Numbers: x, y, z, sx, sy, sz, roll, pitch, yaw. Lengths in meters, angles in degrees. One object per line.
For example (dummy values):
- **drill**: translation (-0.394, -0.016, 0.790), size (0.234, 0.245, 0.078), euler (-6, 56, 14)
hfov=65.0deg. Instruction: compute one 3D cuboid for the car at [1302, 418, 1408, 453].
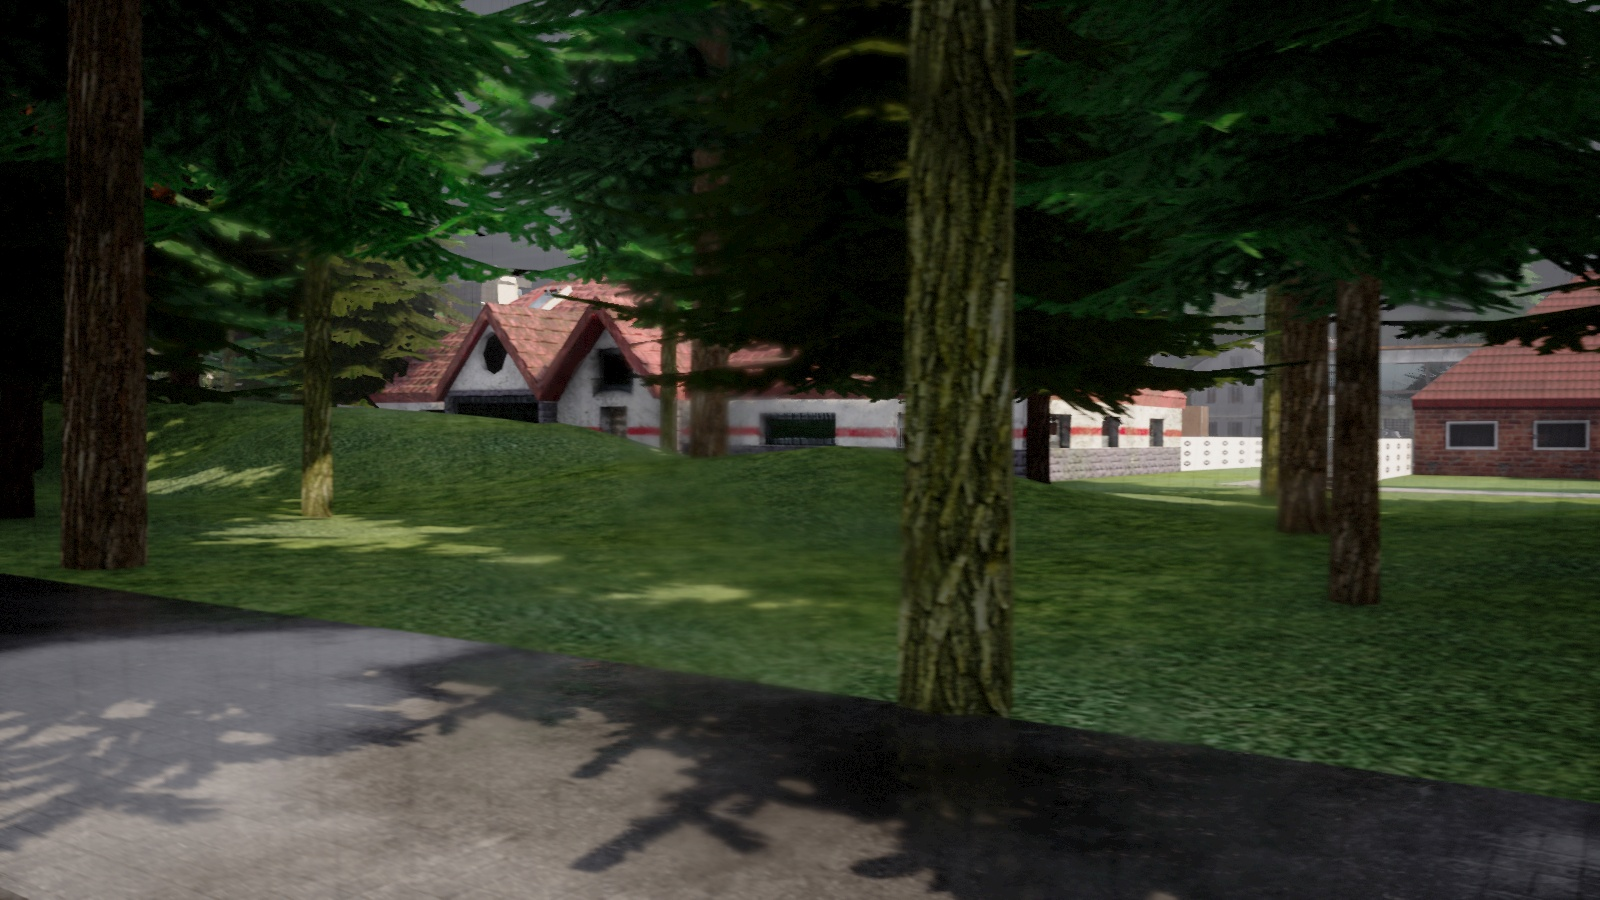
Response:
- **car**: translation (33.467, -0.888, 75.821), size (5.566, 2.045, 2.150), euler (0, 1, 34)
